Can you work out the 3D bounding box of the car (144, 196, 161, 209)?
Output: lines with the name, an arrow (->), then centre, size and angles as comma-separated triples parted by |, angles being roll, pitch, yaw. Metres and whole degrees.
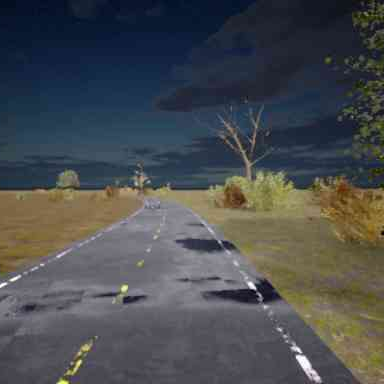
car -> -5.168, 1.339, 43.908 | 2.097, 1.767, 4.553 | 0, 0, -5
